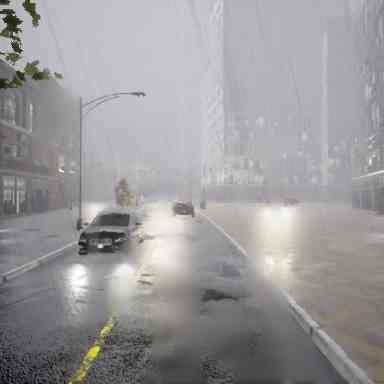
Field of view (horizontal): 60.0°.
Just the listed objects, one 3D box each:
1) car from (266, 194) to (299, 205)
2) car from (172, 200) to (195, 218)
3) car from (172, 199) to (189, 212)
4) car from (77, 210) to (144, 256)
[{"bbox_3d":[13.945,1.201,51.509,5.009,1.841,2.192,0,-1,15],"label":"car"},{"bbox_3d":[-0.817,1.482,30.774,1.882,1.535,5.008,0,0,-3],"label":"car"},{"bbox_3d":[-1.499,1.607,40.650,1.895,1.301,4.718,0,0,-4],"label":"car"},{"bbox_3d":[-3.026,1.506,13.186,1.837,1.490,4.892,0,0,-1],"label":"car"}]
